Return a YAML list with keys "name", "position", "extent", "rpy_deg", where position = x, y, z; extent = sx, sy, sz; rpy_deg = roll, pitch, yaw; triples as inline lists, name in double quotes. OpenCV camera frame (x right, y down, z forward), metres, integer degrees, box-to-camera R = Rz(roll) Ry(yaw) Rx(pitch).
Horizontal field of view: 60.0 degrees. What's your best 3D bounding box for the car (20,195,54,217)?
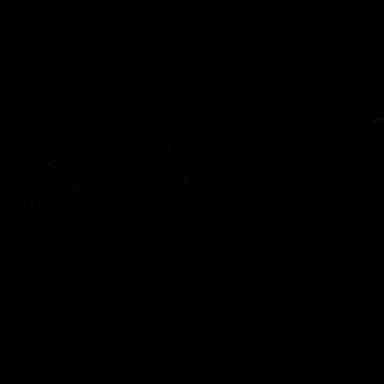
- name: "car"
  position: [-14.862, 1.300, 32.136]
  extent: [2.150, 2.045, 5.566]
  rpy_deg: [1, 0, -14]
